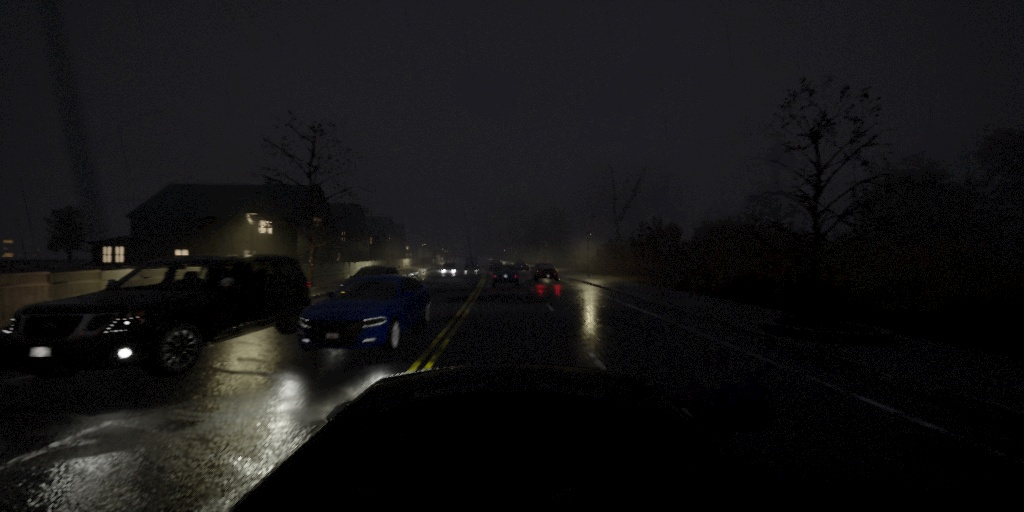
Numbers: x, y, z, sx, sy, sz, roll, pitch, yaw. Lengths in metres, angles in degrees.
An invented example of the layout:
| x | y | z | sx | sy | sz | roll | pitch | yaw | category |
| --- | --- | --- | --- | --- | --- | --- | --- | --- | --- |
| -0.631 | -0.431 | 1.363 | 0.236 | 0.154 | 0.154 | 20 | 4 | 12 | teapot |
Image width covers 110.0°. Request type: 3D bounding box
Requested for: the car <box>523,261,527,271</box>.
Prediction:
| x | y | z | sx | sy | sz | roll | pitch | yaw | category |
| --- | --- | --- | --- | --- | --- | --- | --- | --- | --- |
| 1.086 | 1.295 | 48.989 | 1.994 | 1.385 | 4.181 | 0 | 0 | -5 | car |

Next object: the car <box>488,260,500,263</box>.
| x | y | z | sx | sy | sz | roll | pitch | yaw | category |
| --- | --- | --- | --- | --- | --- | --- | --- | --- | --- |
| -2.275 | 1.260 | 50.030 | 1.812 | 1.442 | 4.674 | 0 | 0 | -5 | car |

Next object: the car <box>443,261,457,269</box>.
| x | y | z | sx | sy | sz | roll | pitch | yaw | category |
| --- | --- | --- | --- | --- | --- | --- | --- | --- | --- |
| -9.369 | 1.340 | 54.317 | 1.895 | 1.301 | 4.718 | 0 | 0 | -5 | car |

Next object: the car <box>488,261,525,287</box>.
| x | y | z | sx | sy | sz | roll | pitch | yaw | category |
| --- | --- | --- | --- | --- | --- | --- | --- | --- | --- |
| -0.487 | 1.298 | 24.835 | 2.033 | 1.411 | 5.357 | 0 | 0 | -2 | car |

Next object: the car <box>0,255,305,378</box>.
| x | y | z | sx | sy | sz | roll | pitch | yaw | category |
| --- | --- | --- | --- | --- | --- | --- | --- | --- | --- |
| -6.659 | 0.994 | 7.790 | 2.150 | 2.045 | 5.566 | 0 | 0 | -1 | car |

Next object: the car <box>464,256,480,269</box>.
| x | y | z | sx | sy | sz | roll | pitch | yaw | category |
| --- | --- | --- | --- | --- | --- | --- | --- | --- | --- |
| -6.143 | 0.954 | 54.666 | 2.150 | 2.045 | 5.566 | 0 | 0 | -6 | car |

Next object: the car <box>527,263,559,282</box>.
| x | y | z | sx | sy | sz | roll | pitch | yaw | category |
| --- | --- | --- | --- | --- | --- | --- | --- | --- | --- |
| 2.583 | 1.267 | 28.983 | 1.812 | 1.442 | 4.674 | 0 | 0 | -3 | car |

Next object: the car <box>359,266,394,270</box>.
| x | y | z | sx | sy | sz | roll | pitch | yaw | category |
| --- | --- | --- | --- | --- | --- | --- | --- | --- | --- |
| -6.838 | 1.275 | 17.946 | 1.837 | 1.490 | 4.892 | 0 | 0 | -2 | car |

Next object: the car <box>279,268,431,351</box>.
| x | y | z | sx | sy | sz | roll | pitch | yaw | category |
| --- | --- | --- | --- | --- | --- | --- | --- | --- | --- |
| -3.424 | 1.240 | 9.264 | 1.882 | 1.535 | 5.008 | 0 | 0 | -1 | car |
